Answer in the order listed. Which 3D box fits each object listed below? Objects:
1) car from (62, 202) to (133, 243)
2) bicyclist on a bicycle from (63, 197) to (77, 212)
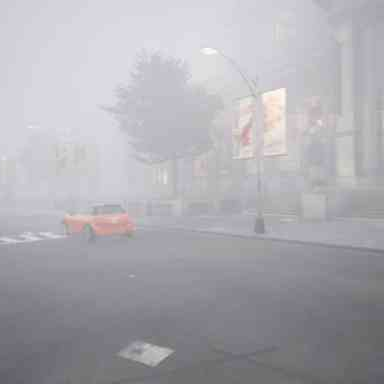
[{"bbox_3d":[-4.818,1.337,16.482,2.097,1.767,4.553,-2,1,-39],"label":"car"},{"bbox_3d":[-13.337,1.326,36.415,1.656,1.620,0.582,-2,1,-44],"label":"bicyclist on a bicycle"}]
